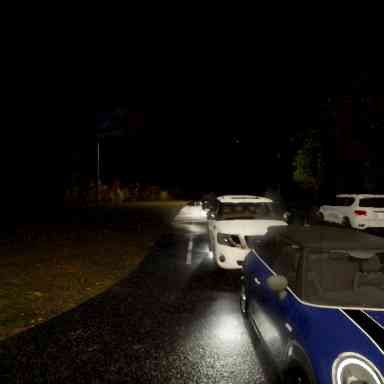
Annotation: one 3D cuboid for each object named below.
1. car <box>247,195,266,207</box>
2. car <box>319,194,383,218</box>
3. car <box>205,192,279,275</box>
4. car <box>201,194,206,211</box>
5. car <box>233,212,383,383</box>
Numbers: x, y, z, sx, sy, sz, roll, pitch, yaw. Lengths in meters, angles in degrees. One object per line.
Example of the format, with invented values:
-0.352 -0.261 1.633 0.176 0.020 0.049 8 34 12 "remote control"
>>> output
9.211 1.231 47.903 1.882 1.535 5.008 0 0 1 "car"
8.748 1.141 18.044 2.150 2.045 5.566 0 0 1 "car"
1.666 1.160 10.542 2.150 2.045 5.566 0 0 1 "car"
2.056 1.311 37.128 1.837 1.490 4.892 0 0 1 "car"
1.934 1.338 4.198 2.097 1.767 4.553 0 0 -1 "car"
